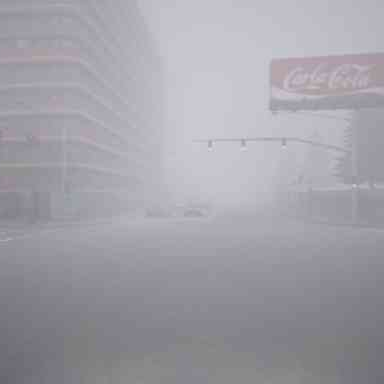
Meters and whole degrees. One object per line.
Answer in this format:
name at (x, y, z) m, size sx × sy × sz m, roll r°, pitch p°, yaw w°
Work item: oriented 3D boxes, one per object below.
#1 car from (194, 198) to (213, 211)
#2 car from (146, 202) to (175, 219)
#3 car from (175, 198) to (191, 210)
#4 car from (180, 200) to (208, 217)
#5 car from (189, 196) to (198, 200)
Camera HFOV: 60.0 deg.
car at (1.648, 1.986, 48.881) m, size 1.812 × 1.442 × 4.674 m, roll -1°, pitch 0°, yaw 6°
car at (-3.357, 1.857, 34.416) m, size 1.882 × 1.535 × 5.008 m, roll -1°, pitch 0°, yaw 6°
car at (-1.811, 1.986, 49.460) m, size 1.882 × 1.535 × 5.008 m, roll -1°, pitch -1°, yaw 6°
car at (0.298, 1.895, 35.749) m, size 2.033 × 1.411 × 5.357 m, roll -1°, pitch -1°, yaw 6°
car at (0.177, 1.916, 68.225) m, size 2.150 × 2.045 × 5.566 m, roll 0°, pitch -1°, yaw 6°
